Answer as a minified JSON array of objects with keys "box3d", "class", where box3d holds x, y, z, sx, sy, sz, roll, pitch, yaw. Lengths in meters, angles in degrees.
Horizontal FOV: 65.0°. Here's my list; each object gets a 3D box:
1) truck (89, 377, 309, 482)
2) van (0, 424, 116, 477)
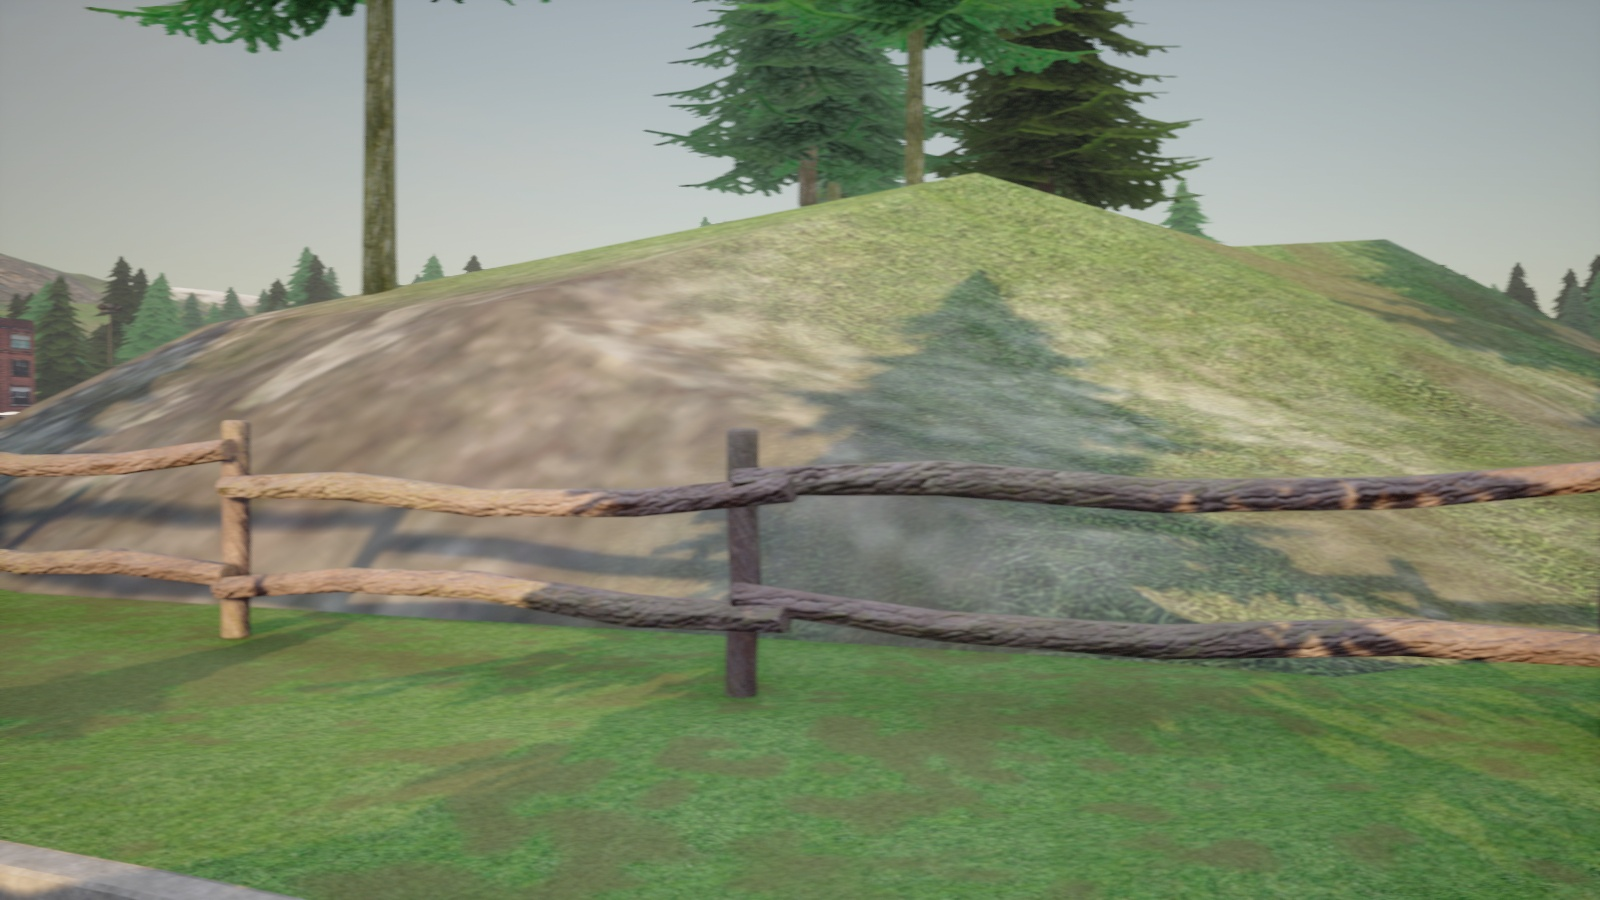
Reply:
[{"box3d":[-21.426,-0.728,45.449,2.891,3.462,7.936,0,1,12],"class":"truck"},{"box3d":[-30.454,-0.013,50.814,2.069,2.038,4.480,0,1,26],"class":"van"}]
